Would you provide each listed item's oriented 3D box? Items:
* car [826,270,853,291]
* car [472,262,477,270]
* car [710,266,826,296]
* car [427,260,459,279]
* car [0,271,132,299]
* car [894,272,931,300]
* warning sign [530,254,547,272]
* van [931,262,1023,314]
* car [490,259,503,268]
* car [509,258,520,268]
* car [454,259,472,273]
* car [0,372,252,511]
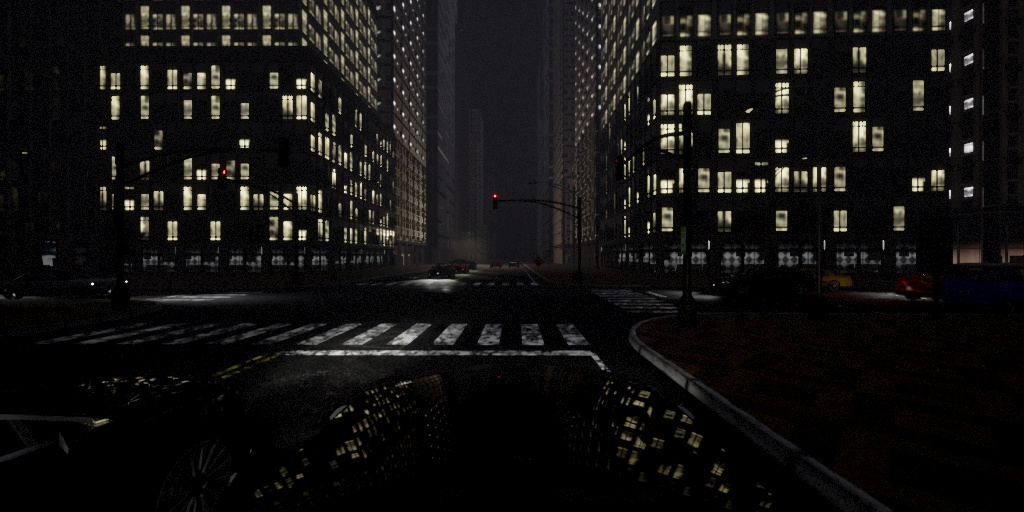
[{"bbox_3d":[17.171,1.294,21.235,4.829,1.417,1.751,0,0,2],"label":"car"},{"bbox_3d":[-6.368,1.377,53.785,2.033,1.411,5.357,0,0,0],"label":"car"},{"bbox_3d":[13.059,1.274,18.801,4.892,1.490,1.837,0,0,2],"label":"car"},{"bbox_3d":[-6.462,1.345,33.291,1.994,1.385,4.181,0,0,0],"label":"car"},{"bbox_3d":[-21.312,1.360,17.113,4.718,1.301,1.895,0,0,0],"label":"car"},{"bbox_3d":[19.822,1.255,15.578,5.008,1.535,1.882,0,0,2],"label":"car"},{"bbox_3d":[3.022,0.912,41.284,1.300,1.860,1.060,0,0,0],"label":"warning sign"},{"bbox_3d":[18.406,1.120,13.057,3.998,1.789,1.690,0,0,2],"label":"van"},{"bbox_3d":[-2.878,1.343,64.070,1.882,1.535,5.008,0,0,0],"label":"car"},{"bbox_3d":[0.373,1.359,64.788,2.128,1.511,4.902,0,0,1],"label":"car"},{"bbox_3d":[-6.419,1.154,43.288,2.097,1.767,4.553,0,0,0],"label":"car"},{"bbox_3d":[-3.155,1.241,1.093,2.128,1.511,4.902,0,0,0],"label":"car"}]
